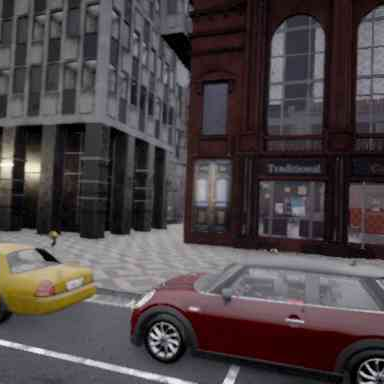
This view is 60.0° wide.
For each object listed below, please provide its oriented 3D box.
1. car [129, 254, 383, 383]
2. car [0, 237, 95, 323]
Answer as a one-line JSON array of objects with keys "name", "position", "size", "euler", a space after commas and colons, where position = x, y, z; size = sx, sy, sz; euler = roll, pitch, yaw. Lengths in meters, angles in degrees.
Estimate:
[{"name": "car", "position": [1.080, 1.711, 5.186], "size": [4.097, 1.590, 1.967], "euler": [2, -2, 19]}, {"name": "car", "position": [-4.417, 1.641, 7.057], "size": [4.829, 1.417, 1.752], "euler": [2, -2, 19]}]
